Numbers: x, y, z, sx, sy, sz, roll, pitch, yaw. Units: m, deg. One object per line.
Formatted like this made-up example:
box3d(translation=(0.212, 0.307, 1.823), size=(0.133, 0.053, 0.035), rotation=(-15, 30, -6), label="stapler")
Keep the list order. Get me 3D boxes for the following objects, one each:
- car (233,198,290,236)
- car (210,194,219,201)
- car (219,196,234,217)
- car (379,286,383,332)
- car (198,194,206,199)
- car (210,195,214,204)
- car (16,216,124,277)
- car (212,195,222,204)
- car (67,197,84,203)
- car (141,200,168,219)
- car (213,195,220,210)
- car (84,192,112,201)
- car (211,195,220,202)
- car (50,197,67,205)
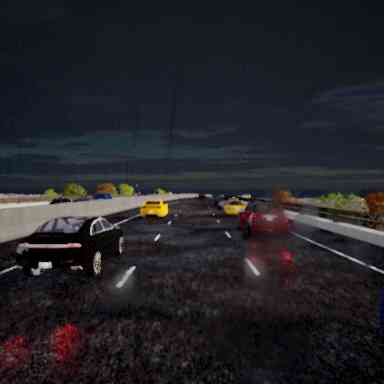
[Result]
box3d(translation=(3.714, 1.291, 18.004), size=(2.097, 1.767, 4.553), rotation=(0, 0, 0), label="car")
box3d(translation=(5.626, 1.394, 84.400), size=(2.163, 1.488, 4.792), rotation=(0, 0, 3), label="car")
box3d(translation=(3.780, 1.358, 29.979), size=(1.801, 1.575, 5.366), rotation=(0, 0, 1), label="car")
box3d(translation=(3.612, 1.469, 2.751), size=(1.882, 1.535, 5.008), rotation=(0, 0, 0), label="car")
box3d(translation=(2.617, 1.312, 94.300), size=(1.994, 1.385, 4.181), rotation=(0, 0, 3), label="car")
box3d(translation=(4.309, 1.378, 51.658), size=(2.163, 1.488, 4.792), rotation=(0, 0, 2), label="car")
box3d(translation=(-3.356, 1.456, 10.064), size=(2.128, 1.511, 4.902), rotation=(0, 0, 0), label="car")
box3d(translation=(4.678, 1.378, 62.545), size=(1.837, 1.490, 4.892), rotation=(0, 0, 2), label="car")
box3d(translation=(-16.778, 1.414, 51.113), size=(2.033, 1.411, 5.357), rotation=(0, 0, 2), label="car")
box3d(translation=(-3.140, 1.381, 28.377), size=(1.882, 1.535, 5.008), rotation=(0, 0, 1), label="car")
box3d(translation=(4.008, 1.312, 40.710), size=(2.033, 1.649, 4.856), rotation=(0, 0, 1), label="car")
box3d(translation=(-13.356, 1.090, 48.719), size=(2.150, 2.045, 5.566), rotation=(0, 0, 2), label="car")
box3d(translation=(5.117, 1.356, 73.459), size=(1.882, 1.535, 5.008), rotation=(0, 0, 2), label="car")
box3d(translation=(-20.258, 1.428, 51.612), size=(1.994, 1.385, 4.181), rotation=(0, 0, 2), label="car")
